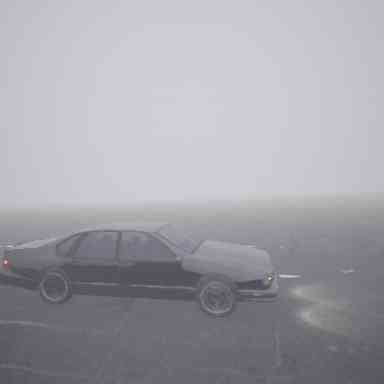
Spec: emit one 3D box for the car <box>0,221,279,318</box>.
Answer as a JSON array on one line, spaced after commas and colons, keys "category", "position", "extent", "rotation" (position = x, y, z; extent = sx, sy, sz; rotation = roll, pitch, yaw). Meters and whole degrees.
[{"category": "car", "position": [-1.060, 1.331, 6.692], "extent": [5.357, 1.411, 2.033], "rotation": [0, 2, 10]}]
